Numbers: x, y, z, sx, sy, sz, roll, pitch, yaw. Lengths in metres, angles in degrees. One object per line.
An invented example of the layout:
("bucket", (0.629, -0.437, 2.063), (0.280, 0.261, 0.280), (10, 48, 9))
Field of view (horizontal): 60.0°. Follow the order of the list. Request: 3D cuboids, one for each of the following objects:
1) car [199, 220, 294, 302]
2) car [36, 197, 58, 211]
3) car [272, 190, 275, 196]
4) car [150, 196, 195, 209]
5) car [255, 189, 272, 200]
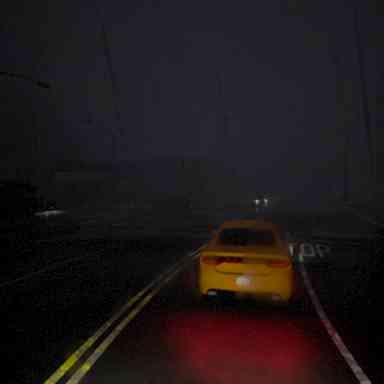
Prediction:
("car", (1.448, 1.449, 8.421), (1.882, 1.535, 5.008), (0, 0, 12))
("car", (-16.228, 1.143, 33.458), (5.357, 1.411, 2.033), (0, 2, 19))
("car", (16.573, 0.120, 70.970), (1.994, 1.385, 4.181), (0, 2, 17))
("car", (-2.207, 1.108, 36.471), (4.718, 1.301, 1.895), (1, 2, 24))
("car", (11.822, 0.482, 55.772), (1.837, 1.490, 4.892), (0, 2, 17))
